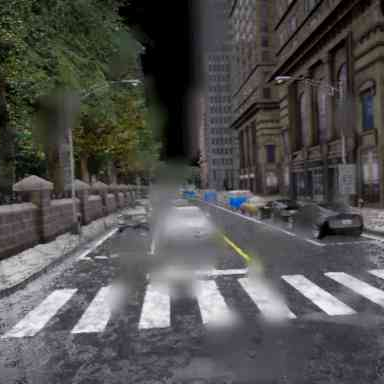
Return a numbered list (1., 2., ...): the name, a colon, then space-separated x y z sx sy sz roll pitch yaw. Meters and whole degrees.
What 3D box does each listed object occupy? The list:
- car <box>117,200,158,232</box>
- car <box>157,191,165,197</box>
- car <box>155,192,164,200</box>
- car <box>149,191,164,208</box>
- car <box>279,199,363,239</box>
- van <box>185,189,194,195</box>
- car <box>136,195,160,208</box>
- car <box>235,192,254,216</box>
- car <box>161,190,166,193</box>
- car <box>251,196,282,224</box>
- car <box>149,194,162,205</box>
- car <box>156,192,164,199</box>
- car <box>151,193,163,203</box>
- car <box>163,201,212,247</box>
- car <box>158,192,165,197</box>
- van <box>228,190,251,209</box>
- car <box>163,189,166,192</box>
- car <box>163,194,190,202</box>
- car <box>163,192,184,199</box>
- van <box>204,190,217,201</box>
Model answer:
1. car: -3.247 1.452 19.315 2.008 1.369 4.403 -3 1 -4
2. car: -8.338 0.563 89.590 1.967 1.590 4.097 -3 1 -4
3. car: -7.159 0.858 73.374 1.887 1.381 4.507 -3 1 -4
4. car: -4.816 1.114 40.937 1.967 1.590 4.097 -3 1 -4
5. car: 5.642 1.141 14.500 1.947 1.339 4.313 -3 1 -4
6. van: -0.238 0.017 95.585 1.690 1.788 3.998 -3 1 -4
7. car: -3.643 1.286 24.719 1.967 1.590 4.097 -3 1 -4
8. car: 4.845 0.987 25.481 1.752 1.417 4.829 -3 1 -4
9. car: -5.214 0.930 46.341 2.192 1.841 5.009 -3 1 -4
10. car: 5.250 1.085 19.906 1.947 1.339 4.313 -3 1 -4
11. car: -5.583 1.083 51.581 1.752 1.417 4.829 -3 1 -4
12. car: -7.549 0.833 78.781 1.802 1.307 4.206 -3 1 -4
13. car: -5.974 1.023 56.986 1.752 1.417 4.829 -3 1 -4
14. car: -0.235 1.358 14.590 1.812 1.442 4.674 -3 1 -3
15. car: -8.723 0.640 94.998 1.802 1.307 4.206 -3 1 -4
16. van: 4.458 0.748 30.715 1.690 1.788 3.998 -3 1 -4
17. car: -6.387 0.751 62.559 2.192 1.841 5.009 -3 1 -4
18. car: -0.981 1.230 24.966 1.837 1.490 4.892 -3 1 -4
19. car: -2.005 1.120 39.324 2.033 1.411 5.357 -3 1 -4
20. van: 2.893 0.515 52.339 1.690 1.788 3.998 -3 1 -4
